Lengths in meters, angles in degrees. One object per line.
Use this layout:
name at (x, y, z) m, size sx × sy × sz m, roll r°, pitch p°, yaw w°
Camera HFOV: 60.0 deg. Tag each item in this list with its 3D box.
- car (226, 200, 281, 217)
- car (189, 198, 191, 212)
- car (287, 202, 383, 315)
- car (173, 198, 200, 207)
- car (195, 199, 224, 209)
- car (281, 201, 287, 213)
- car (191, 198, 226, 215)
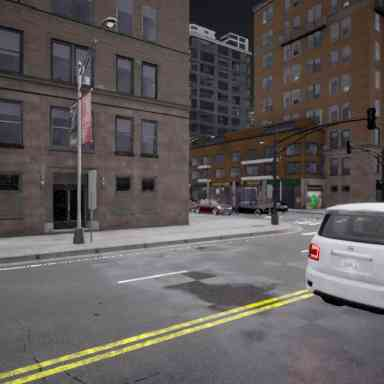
car at (5.731, 1.594, 31.675) m, size 1.895 × 1.301 × 4.718 m, roll 0°, pitch 0°, yaw -35°
car at (-1.045, 1.421, 36.855) m, size 1.967 × 1.590 × 4.097 m, roll 0°, pitch 0°, yaw -35°
car at (4.665, 1.223, 6.780) m, size 5.566 × 2.045 × 2.150 m, roll 0°, pitch 0°, yaw -36°
car at (-0.867, 1.578, 50.487) m, size 1.947 × 1.339 × 4.313 m, roll 0°, pitch 0°, yaw -35°
car at (2.318, 1.594, 45.990) m, size 1.802 × 1.307 × 4.206 m, roll 0°, pitch 0°, yaw -35°
car at (8.688, 1.580, 36.994) m, size 1.947 × 1.339 × 4.313 m, roll 0°, pitch 0°, yaw -35°
car at (2.139, 1.423, 32.357) m, size 1.967 × 1.590 × 4.097 m, roll 0°, pitch 0°, yaw -35°
